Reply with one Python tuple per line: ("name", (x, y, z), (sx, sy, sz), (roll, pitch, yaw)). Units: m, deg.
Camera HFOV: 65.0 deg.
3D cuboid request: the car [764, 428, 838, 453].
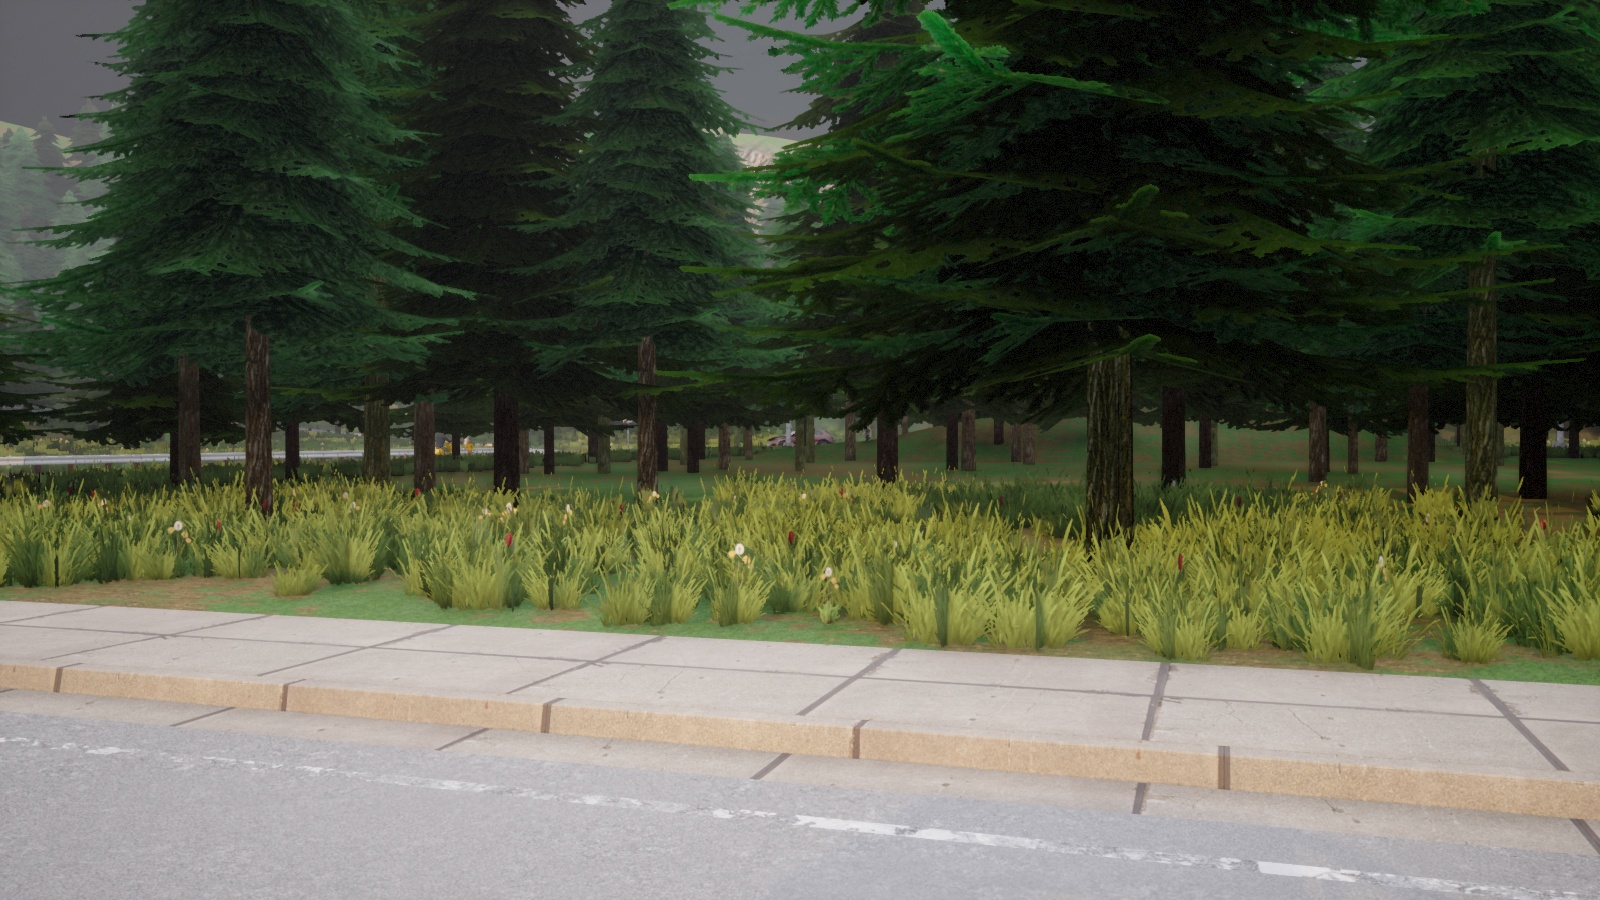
("car", (0.056, -0.698, 88.992), (4.856, 1.649, 2.033), (-1, 1, -19))
